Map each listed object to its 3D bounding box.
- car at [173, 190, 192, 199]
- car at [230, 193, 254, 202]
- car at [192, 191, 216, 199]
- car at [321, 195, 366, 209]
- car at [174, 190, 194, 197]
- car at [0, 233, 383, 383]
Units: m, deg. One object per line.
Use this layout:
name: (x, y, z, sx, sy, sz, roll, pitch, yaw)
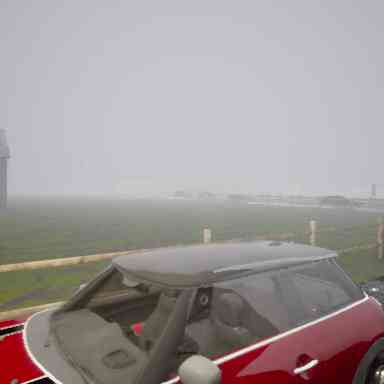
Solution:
car: (-1.776, 0.544, 65.675, 1.882, 1.535, 5.008, 0, 1, -36)
car: (7.770, 0.887, 52.141, 1.994, 1.385, 4.181, 0, 1, -35)
car: (2.729, 0.597, 65.443, 1.837, 1.490, 4.892, 0, 1, -35)
car: (17.484, 1.102, 38.514, 1.882, 1.535, 5.008, 0, 1, -36)
car: (-1.836, 0.362, 71.785, 1.837, 1.490, 4.892, 0, 1, -36)
car: (-0.173, 1.352, 2.950, 4.553, 1.767, 2.097, 0, 0, -36)
